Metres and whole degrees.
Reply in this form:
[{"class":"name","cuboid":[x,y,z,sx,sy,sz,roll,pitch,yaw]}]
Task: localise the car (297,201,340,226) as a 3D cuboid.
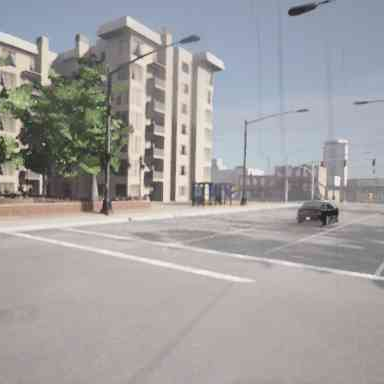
[{"class":"car","cuboid":[8.761,1.404,22.900,1.837,1.490,4.892,2,1,36]}]
